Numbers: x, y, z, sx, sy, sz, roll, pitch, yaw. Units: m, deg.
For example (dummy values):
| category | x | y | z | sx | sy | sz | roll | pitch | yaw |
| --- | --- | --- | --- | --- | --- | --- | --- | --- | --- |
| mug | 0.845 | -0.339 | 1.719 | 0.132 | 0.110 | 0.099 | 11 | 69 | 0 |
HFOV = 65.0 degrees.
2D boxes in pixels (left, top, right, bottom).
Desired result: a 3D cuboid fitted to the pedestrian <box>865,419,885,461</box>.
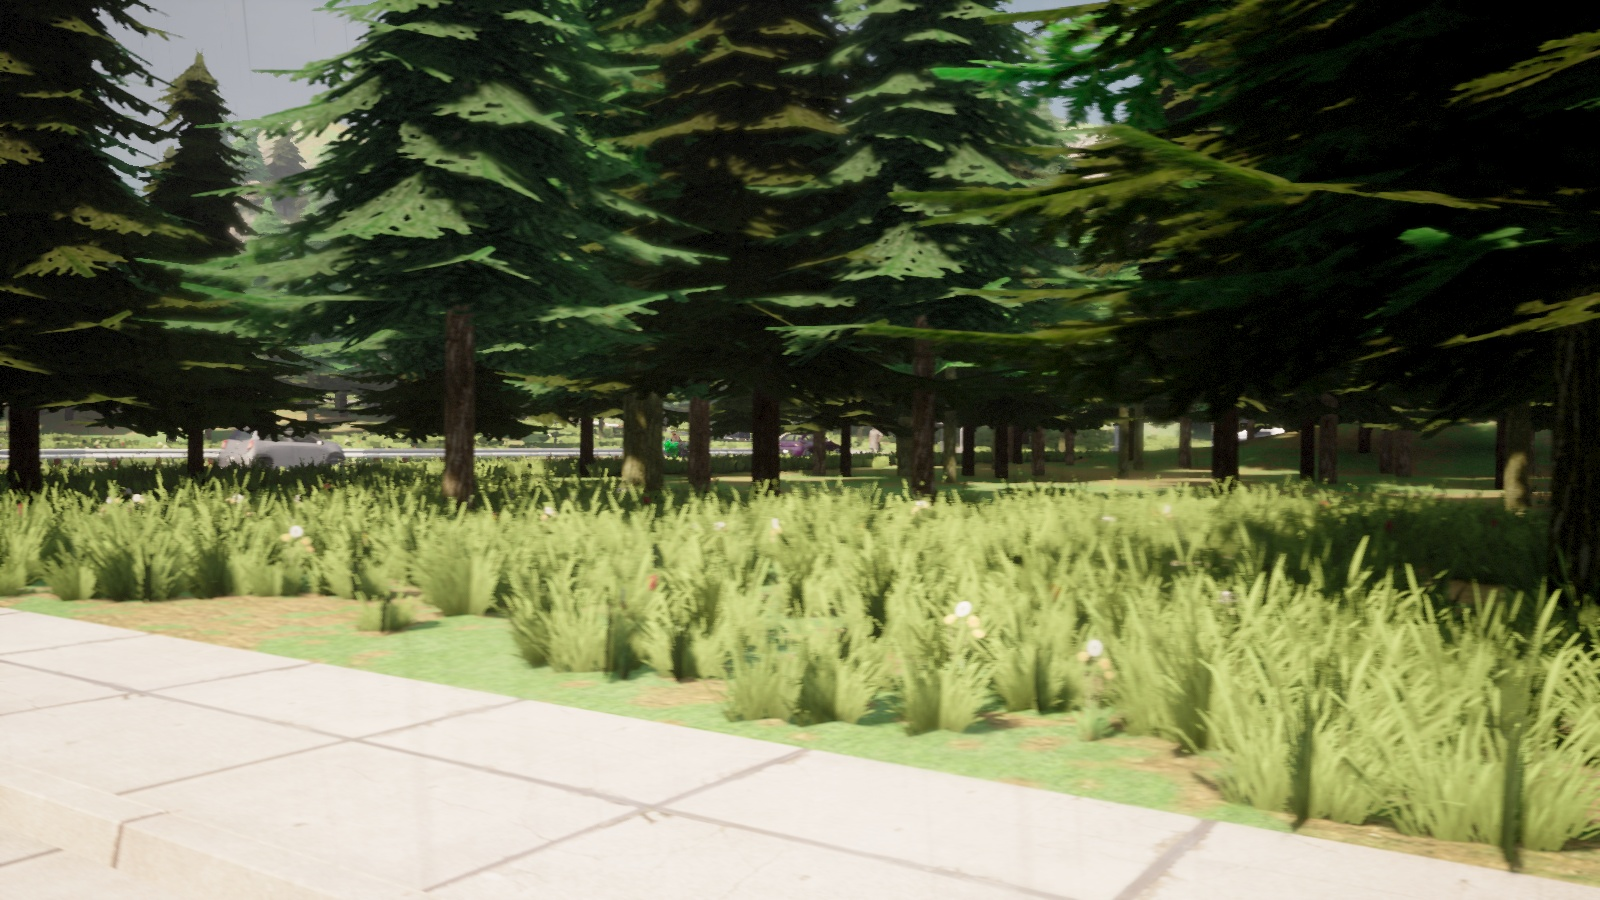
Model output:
| category | x | y | z | sx | sy | sz | roll | pitch | yaw |
| --- | --- | --- | --- | --- | --- | --- | --- | --- | --- |
| pedestrian | 3.555 | -0.477 | 59.459 | 0.659 | 1.952 | 0.873 | 0 | 1 | 28 |

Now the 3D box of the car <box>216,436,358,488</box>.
| category | x | y | z | sx | sy | sz | roll | pitch | yaw |
| --- | --- | --- | --- | --- | --- | --- | --- | --- | --- |
| car | -15.682 | 0.334 | 38.539 | 1.845 | 1.501 | 3.633 | 0 | 1 | 33 |

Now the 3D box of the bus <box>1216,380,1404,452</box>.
| category | x | y | z | sx | sy | sz | roll | pitch | yaw |
| --- | --- | --- | --- | --- | --- | --- | --- | --- | --- |
| bus | 31.582 | -2.027 | 78.320 | 10.273 | 4.253 | 3.944 | 0 | 0 | 12 |

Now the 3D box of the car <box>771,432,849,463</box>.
| category | x | y | z | sx | sy | sz | roll | pitch | yaw |
| --- | --- | --- | --- | --- | --- | --- | --- | --- | --- |
| car | 0.550 | -0.144 | 62.758 | 1.816 | 1.474 | 4.193 | 0 | 1 | 35 |

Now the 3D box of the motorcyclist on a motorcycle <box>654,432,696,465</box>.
| category | x | y | z | sx | sy | sz | roll | pitch | yaw |
| --- | --- | --- | --- | --- | --- | --- | --- | --- | --- |
| motorcyclist on a motorcycle | -5.923 | -0.073 | 59.575 | 0.797 | 1.523 | 2.044 | 0 | 1 | 35 |
